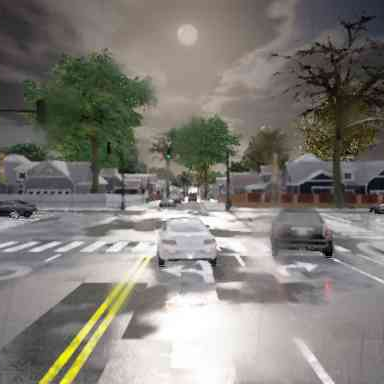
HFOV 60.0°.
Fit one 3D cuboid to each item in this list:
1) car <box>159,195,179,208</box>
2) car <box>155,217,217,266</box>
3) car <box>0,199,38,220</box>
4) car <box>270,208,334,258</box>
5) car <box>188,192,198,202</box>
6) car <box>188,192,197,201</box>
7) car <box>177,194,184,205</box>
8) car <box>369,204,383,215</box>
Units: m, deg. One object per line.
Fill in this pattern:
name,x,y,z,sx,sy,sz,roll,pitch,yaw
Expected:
car,-3.087,1.382,42.824,1.994,1.385,4.181,0,0,1
car,-0.289,1.588,11.682,1.812,1.442,4.674,0,0,-6
car,-14.600,1.335,25.851,4.892,1.490,1.837,0,1,4
car,4.324,1.424,13.495,2.097,1.767,4.553,0,0,14
car,0.092,1.372,71.151,1.837,1.490,4.892,0,0,1
car,0.216,1.036,81.613,2.150,2.045,5.566,0,0,1
car,-2.887,1.314,56.962,1.882,1.535,5.008,0,0,1
car,18.570,1.387,29.188,5.357,1.411,2.033,0,2,0
